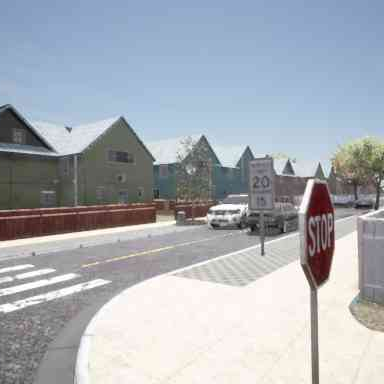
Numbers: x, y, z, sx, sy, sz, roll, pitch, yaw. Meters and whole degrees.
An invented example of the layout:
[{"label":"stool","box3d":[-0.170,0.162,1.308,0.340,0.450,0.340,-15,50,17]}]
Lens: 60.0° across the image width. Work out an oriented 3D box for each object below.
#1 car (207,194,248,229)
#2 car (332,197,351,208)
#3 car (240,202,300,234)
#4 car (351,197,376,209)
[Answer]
[{"label":"car","box3d":[3.187,1.139,21.122,2.150,2.045,5.566,-2,-1,37]},{"label":"car","box3d":[19.111,1.292,42.200,2.033,1.411,5.357,-2,-1,37]},{"label":"car","box3d":[4.808,1.357,18.355,1.837,1.490,4.892,-2,-1,37]},{"label":"car","box3d":[20.992,1.239,39.943,1.994,1.385,4.181,-2,-1,37]}]
